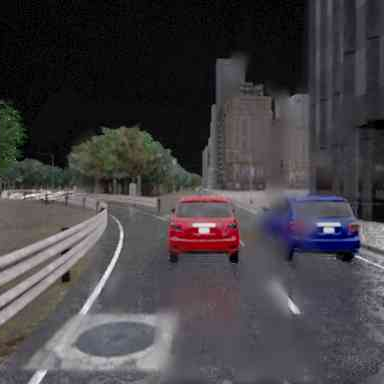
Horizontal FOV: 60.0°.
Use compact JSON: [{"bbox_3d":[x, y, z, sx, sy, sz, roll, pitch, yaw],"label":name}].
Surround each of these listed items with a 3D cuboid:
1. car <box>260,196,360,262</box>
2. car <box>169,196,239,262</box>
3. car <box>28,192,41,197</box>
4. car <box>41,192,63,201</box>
[{"bbox_3d":[3.914,1.141,11.993,2.150,2.045,5.566,0,0,2],"label":"car"},{"bbox_3d":[0.399,1.157,12.039,2.150,2.045,5.566,0,0,1],"label":"car"},{"bbox_3d":[-32.543,0.617,68.983,1.895,1.301,4.718,-1,2,-38],"label":"car"},{"bbox_3d":[-25.564,0.815,61.442,1.882,1.535,5.008,-1,2,-44],"label":"car"}]
